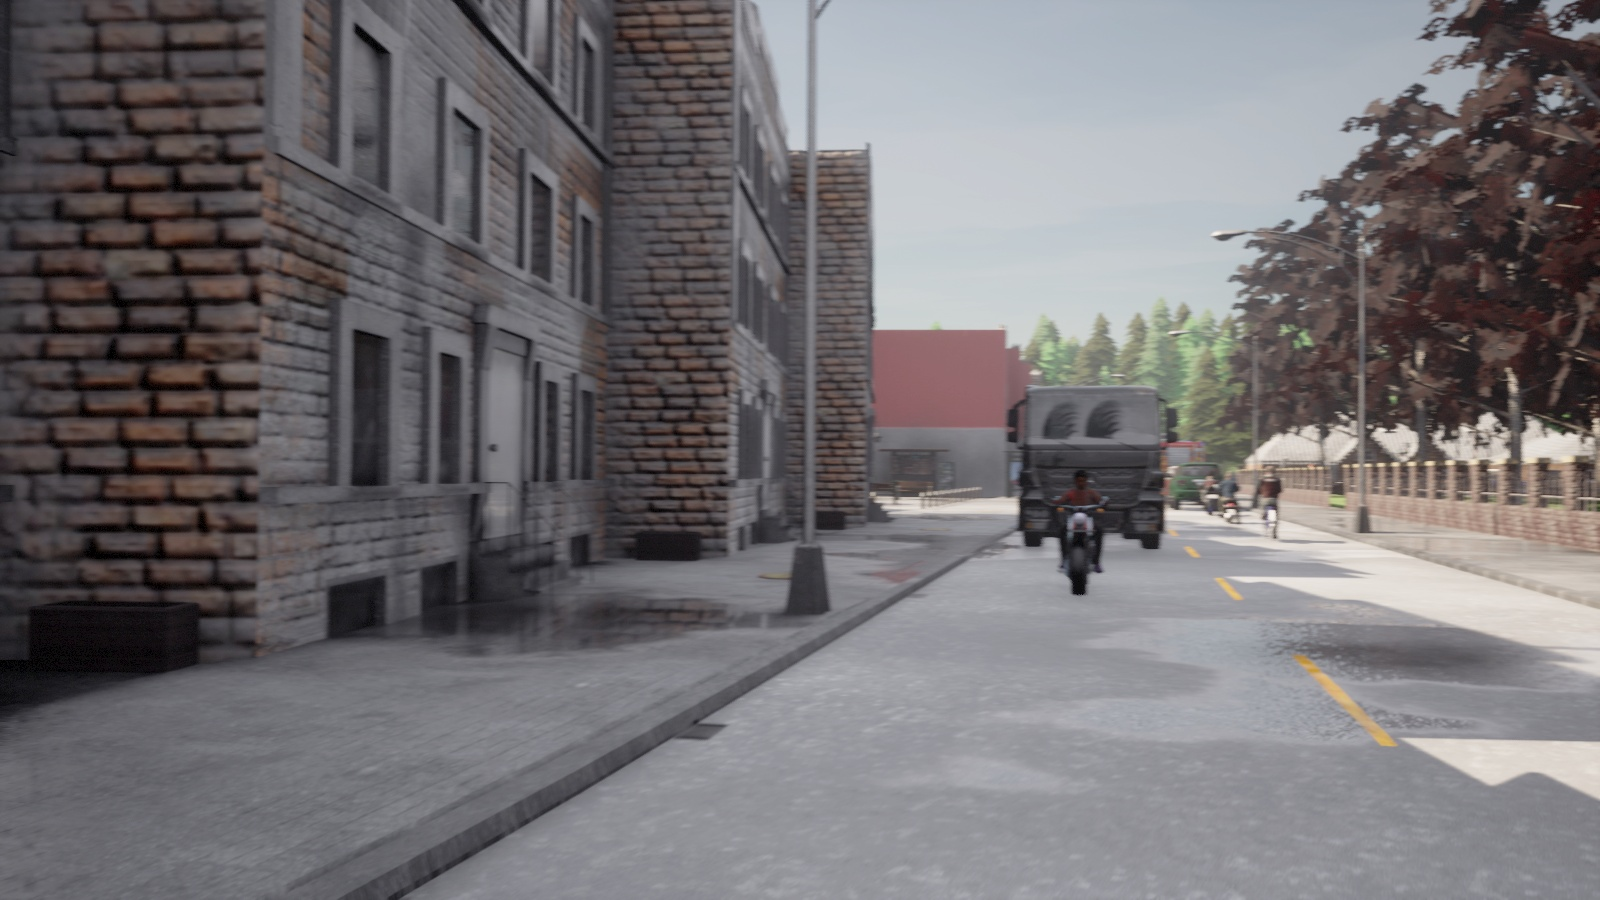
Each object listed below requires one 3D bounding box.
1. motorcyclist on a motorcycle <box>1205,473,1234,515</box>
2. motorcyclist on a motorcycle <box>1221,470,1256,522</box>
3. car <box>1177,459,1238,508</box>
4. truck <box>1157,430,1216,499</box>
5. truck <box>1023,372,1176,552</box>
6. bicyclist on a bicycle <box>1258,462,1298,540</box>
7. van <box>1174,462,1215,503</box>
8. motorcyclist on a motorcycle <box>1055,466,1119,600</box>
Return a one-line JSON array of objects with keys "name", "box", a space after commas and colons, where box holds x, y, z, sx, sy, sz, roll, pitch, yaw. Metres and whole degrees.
[{"name": "motorcyclist on a motorcycle", "box": [15.760, 1.632, 47.196, 0.866, 1.530, 2.191, 0, -1, 14]}, {"name": "motorcyclist on a motorcycle", "box": [13.825, 1.424, 39.633, 0.866, 1.590, 1.817, 0, -1, 14]}, {"name": "car", "box": [17.748, 1.444, 54.931, 2.150, 2.045, 5.566, 0, -1, 14]}, {"name": "truck", "box": [22.522, 0.871, 73.543, 2.891, 3.827, 8.468, 0, -1, 15]}, {"name": "truck", "box": [6.817, 0.304, 28.377, 2.891, 3.462, 7.936, 0, -1, 14]}, {"name": "bicyclist on a bicycle", "box": [11.279, 1.175, 29.665, 0.659, 1.776, 1.843, 0, -1, 14]}, {"name": "van", "box": [20.126, 1.633, 64.201, 1.775, 1.987, 4.442, 0, -1, 14]}, {"name": "motorcyclist on a motorcycle", "box": [3.851, 1.043, 16.744, 0.766, 1.649, 2.350, 0, -1, 14]}]
